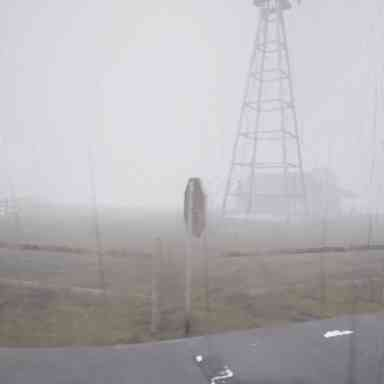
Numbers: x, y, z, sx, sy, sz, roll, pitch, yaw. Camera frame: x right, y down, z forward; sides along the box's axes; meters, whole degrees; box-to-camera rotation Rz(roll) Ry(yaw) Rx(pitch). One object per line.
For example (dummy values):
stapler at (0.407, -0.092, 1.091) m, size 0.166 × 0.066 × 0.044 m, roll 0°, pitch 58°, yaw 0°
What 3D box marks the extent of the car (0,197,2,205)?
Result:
car at (-27.312, 0.998, 45.149) m, size 2.097 × 1.767 × 4.553 m, roll 1°, pitch -1°, yaw -20°
